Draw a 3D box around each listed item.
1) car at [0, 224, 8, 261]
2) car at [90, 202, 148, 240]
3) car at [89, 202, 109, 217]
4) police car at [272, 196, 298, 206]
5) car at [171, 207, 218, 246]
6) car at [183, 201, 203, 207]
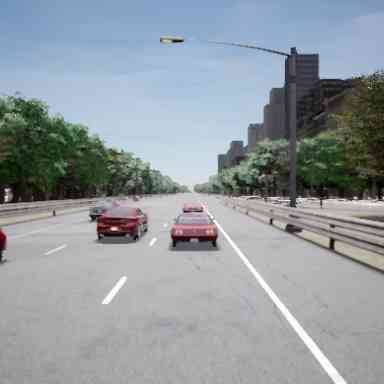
[{"bbox_3d":[-6.902,1.216,8.142,2.150,2.045,5.566,0,0,0],"label":"car"},{"bbox_3d":[-3.406,1.457,17.028,1.882,1.535,5.008,0,0,0],"label":"car"},{"bbox_3d":[-6.907,1.507,27.387,2.033,1.411,5.357,0,0,0],"label":"car"},{"bbox_3d":[16.020,1.552,57.913,2.038,1.542,4.974,0,0,-32],"label":"police car"},{"bbox_3d":[0.095,1.584,15.122,1.895,1.301,4.718,0,0,0],"label":"car"},{"bbox_3d":[0.089,1.551,32.101,1.895,1.301,4.718,0,0,0],"label":"car"}]
